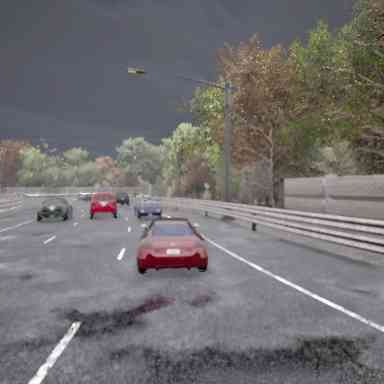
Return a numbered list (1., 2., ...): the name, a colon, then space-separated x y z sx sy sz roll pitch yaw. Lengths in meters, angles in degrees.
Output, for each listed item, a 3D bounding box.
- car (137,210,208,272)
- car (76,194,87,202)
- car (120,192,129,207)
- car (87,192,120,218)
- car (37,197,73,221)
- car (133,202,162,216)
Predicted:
1. car: -0.683 1.502 10.627 1.994 1.385 4.181 0 0 -6
2. car: -20.887 1.190 64.277 1.837 1.490 4.892 0 0 -35
3. car: -10.238 0.981 46.036 2.150 2.045 5.566 0 0 -25
4. car: -7.690 1.075 28.851 2.150 2.045 5.566 0 0 -16
5. car: -10.575 1.232 25.933 2.097 1.767 4.553 0 0 -14
6. car: -3.737 1.450 27.382 1.895 1.301 4.718 0 0 -15
